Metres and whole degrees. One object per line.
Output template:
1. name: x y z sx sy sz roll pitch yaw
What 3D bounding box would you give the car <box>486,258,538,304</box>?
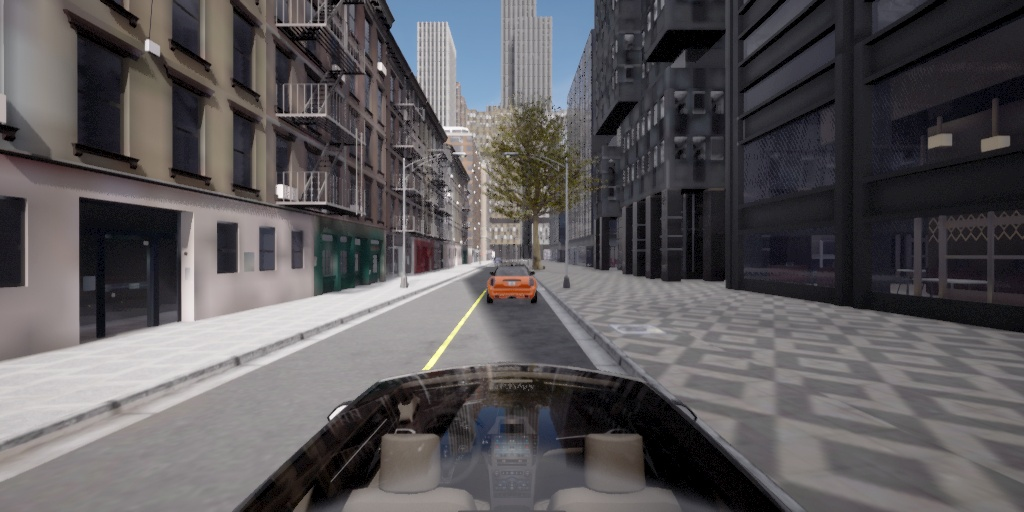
1. car: 0.000 1.108 16.470 2.097 1.767 4.553 0 0 0
